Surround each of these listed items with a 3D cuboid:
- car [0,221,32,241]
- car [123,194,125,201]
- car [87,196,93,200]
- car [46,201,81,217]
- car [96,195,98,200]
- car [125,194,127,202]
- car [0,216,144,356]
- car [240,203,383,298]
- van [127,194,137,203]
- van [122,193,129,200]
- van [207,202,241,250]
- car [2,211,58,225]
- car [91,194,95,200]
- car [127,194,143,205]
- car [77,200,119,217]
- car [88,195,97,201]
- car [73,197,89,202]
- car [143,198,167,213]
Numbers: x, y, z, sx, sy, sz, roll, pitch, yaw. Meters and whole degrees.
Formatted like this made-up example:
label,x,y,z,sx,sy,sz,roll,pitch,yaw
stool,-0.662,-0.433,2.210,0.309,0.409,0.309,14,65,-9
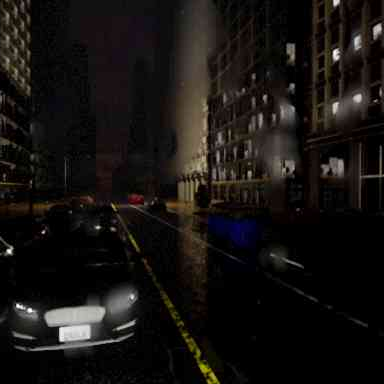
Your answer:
label,x,y,z,sx,sy,sz,roll,pitch,yaw
car,-4.762,1.549,6.502,2.008,1.369,4.403,-1,0,-15
car,-13.881,1.416,74.611,1.967,1.590,4.097,-1,0,-15
car,-14.810,1.569,44.997,1.802,1.307,4.206,-1,0,-15
car,-9.069,1.545,23.000,2.008,1.369,4.403,-1,0,-15
car,-21.989,1.543,72.494,1.947,1.339,4.313,-1,0,-15
car,-11.011,1.296,63.612,2.192,1.841,5.009,-1,0,-15
car,-2.079,1.490,6.502,2.128,1.511,4.902,0,0,-15
car,3.345,1.313,8.618,2.192,1.841,5.009,-1,0,-15
van,-12.446,1.320,69.111,1.690,1.788,3.998,-1,0,-15
van,-18.189,1.309,91.108,1.690,1.788,3.998,-1,0,-15
van,1.910,1.338,14.118,1.690,1.788,3.998,-1,0,-15
car,-6.197,1.579,12.001,1.802,1.307,4.206,-1,0,-15
car,-16.247,1.425,50.496,1.967,1.590,4.097,-1,0,-15
car,-9.575,1.298,58.112,2.192,1.841,5.009,-1,0,-15
car,-5.270,1.473,19.137,1.882,1.535,5.008,0,0,-15
car,-24.860,1.522,83.493,2.008,1.369,4.403,-1,0,-15
car,-11.939,1.541,33.998,2.008,1.369,4.403,-1,0,-15
car,-3.830,1.541,36.115,2.008,1.369,4.403,-1,0,-15
